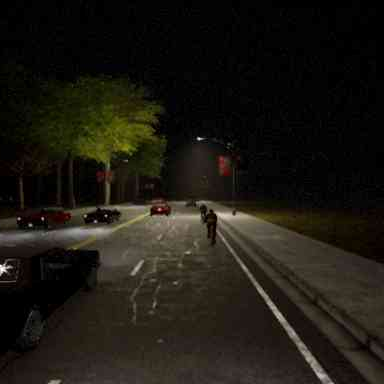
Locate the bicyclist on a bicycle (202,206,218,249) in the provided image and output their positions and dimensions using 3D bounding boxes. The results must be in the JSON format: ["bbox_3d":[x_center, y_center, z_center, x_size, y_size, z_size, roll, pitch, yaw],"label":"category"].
[{"bbox_3d":[0.845,1.537,14.184,0.582,1.620,1.656,0,-1,0],"label":"bicyclist on a bicycle"}]

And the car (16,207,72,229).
[{"bbox_3d":[-9.928,1.739,22.650,1.895,1.301,4.718,0,0,0],"label":"car"}]

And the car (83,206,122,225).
[{"bbox_3d":[-6.687,1.754,25.261,1.895,1.301,4.718,0,0,0],"label":"car"}]

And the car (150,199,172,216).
[{"bbox_3d":[-3.274,1.778,35.446,1.994,1.385,4.181,0,0,0],"label":"car"}]

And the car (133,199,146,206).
[{"bbox_3d":[-10.011,1.970,63.777,1.994,1.385,4.181,0,0,0],"label":"car"}]

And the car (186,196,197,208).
[{"bbox_3d":[-0.132,1.901,56.679,2.033,1.411,5.357,0,0,0],"label":"car"}]

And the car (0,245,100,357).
[{"bbox_3d":[-3.169,1.637,6.106,1.895,1.301,4.718,0,0,0],"label":"car"}]

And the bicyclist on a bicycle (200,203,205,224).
[{"bbox_3d":[0.813,1.592,23.310,0.582,1.620,1.656,0,-1,0],"label":"bicyclist on a bicycle"}]
